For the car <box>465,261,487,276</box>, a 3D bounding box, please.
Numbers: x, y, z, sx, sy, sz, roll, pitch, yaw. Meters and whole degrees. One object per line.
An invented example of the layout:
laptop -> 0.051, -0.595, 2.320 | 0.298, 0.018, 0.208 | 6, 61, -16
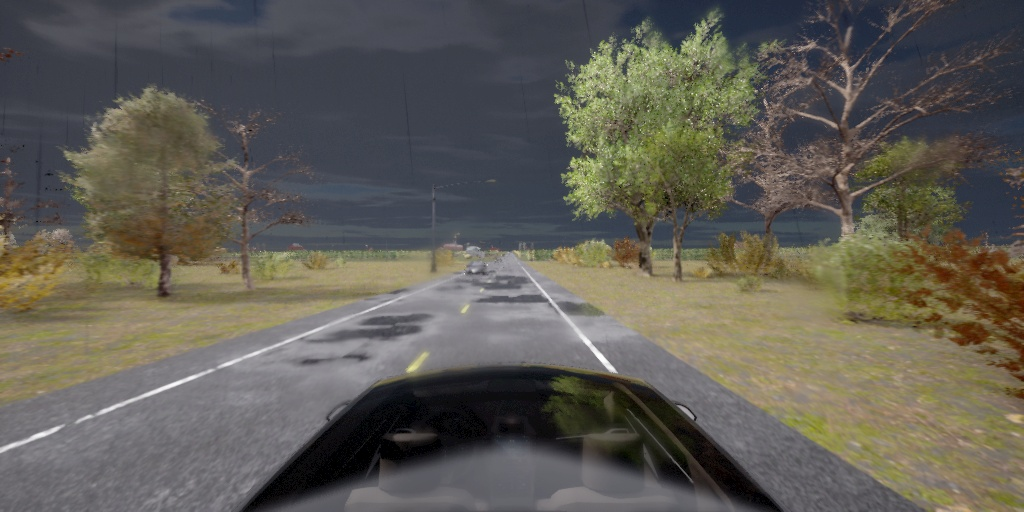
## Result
car -> -3.501, 1.217, 35.892 | 2.128, 1.511, 4.902 | 0, 0, 0
